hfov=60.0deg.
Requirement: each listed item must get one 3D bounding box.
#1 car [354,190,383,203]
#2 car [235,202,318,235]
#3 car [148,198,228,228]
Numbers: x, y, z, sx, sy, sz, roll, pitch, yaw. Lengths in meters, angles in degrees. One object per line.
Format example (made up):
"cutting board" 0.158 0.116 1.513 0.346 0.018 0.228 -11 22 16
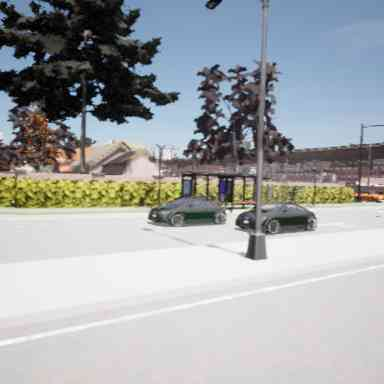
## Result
"car" 26.636 0.605 49.766 2.097 1.767 4.553 1 2 -32
"car" 4.148 1.178 16.118 4.181 1.385 1.994 1 2 -32
"car" -0.160 1.007 17.529 4.181 1.385 1.994 1 2 -32
